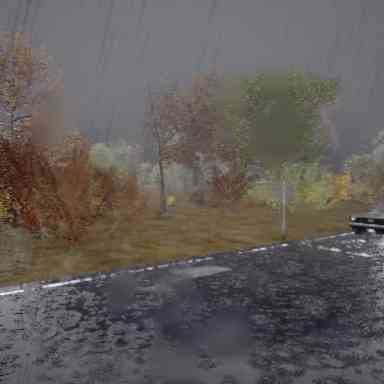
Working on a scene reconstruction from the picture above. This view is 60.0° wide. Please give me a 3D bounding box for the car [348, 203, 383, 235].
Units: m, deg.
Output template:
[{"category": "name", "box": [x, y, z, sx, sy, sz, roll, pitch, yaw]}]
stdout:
[{"category": "car", "box": [8.521, 1.071, 13.671, 4.718, 1.301, 1.895, -2, 2, -33]}]
